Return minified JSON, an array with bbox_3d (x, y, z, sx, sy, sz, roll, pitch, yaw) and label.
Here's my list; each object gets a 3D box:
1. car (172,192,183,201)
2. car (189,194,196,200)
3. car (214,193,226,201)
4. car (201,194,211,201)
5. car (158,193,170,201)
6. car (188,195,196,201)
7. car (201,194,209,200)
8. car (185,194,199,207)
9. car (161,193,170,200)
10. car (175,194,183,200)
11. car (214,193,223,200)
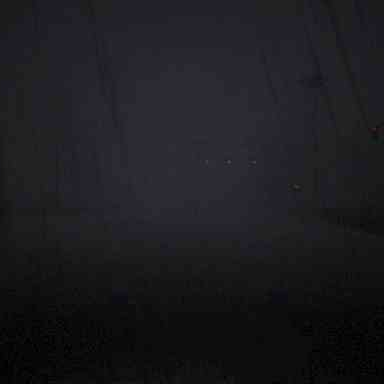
[{"bbox_3d":[-3.486,1.086,78.952,2.150,2.045,5.566,0,0,0],"label":"car"},{"bbox_3d":[0.015,1.288,89.344,1.837,1.490,4.892,0,0,0],"label":"car"},{"bbox_3d":[7.014,1.411,79.432,1.994,1.385,4.181,0,0,0],"label":"car"},{"bbox_3d":[3.514,1.385,79.071,2.128,1.511,4.902,0,0,0],"label":"car"},{"bbox_3d":[-6.986,1.400,78.945,2.033,1.411,5.357,0,0,0],"label":"car"},{"bbox_3d":[0.014,1.412,79.511,1.994,1.385,4.181,0,0,0],"label":"car"},{"bbox_3d":[3.515,1.309,89.343,1.812,1.442,4.674,0,0,0],"label":"car"},{"bbox_3d":[0.008,1.391,49.112,1.882,1.535,5.008,0,0,0],"label":"car"},{"bbox_3d":[-6.985,1.146,89.316,2.097,1.767,4.553,0,0,0],"label":"car"},{"bbox_3d":[-3.485,1.343,89.346,1.994,1.385,4.181,0,0,0],"label":"car"},{"bbox_3d":[7.015,1.140,89.312,2.097,1.767,4.553,0,0,0],"label":"car"}]
